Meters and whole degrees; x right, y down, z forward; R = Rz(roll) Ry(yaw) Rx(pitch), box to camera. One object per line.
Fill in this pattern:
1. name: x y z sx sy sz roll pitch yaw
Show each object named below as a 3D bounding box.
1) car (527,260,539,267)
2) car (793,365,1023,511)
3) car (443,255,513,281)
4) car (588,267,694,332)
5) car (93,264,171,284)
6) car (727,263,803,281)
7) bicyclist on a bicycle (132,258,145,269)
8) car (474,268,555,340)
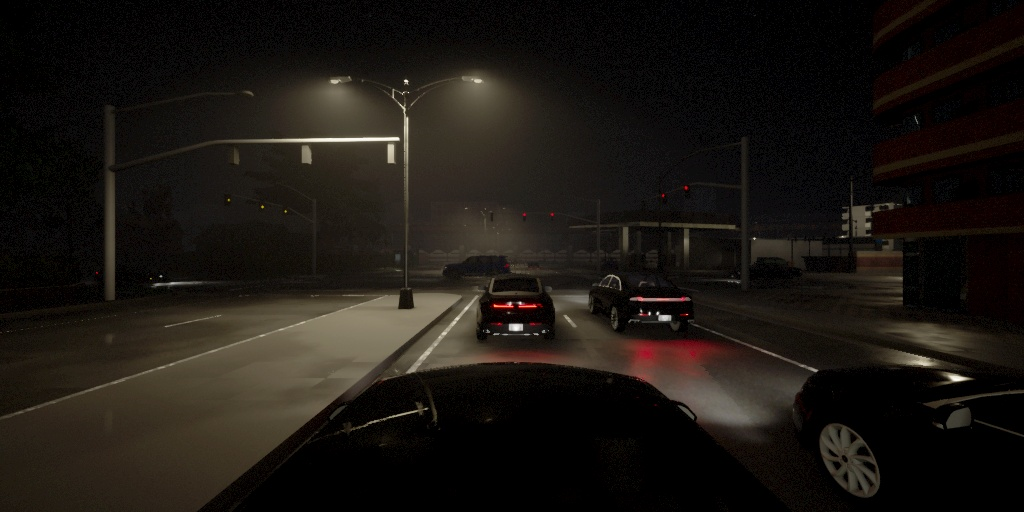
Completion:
1. car: 3.728 1.350 63.393 1.895 1.301 4.718 0 0 0
2. car: 3.600 1.255 1.425 1.837 1.490 4.892 0 0 0
3. car: -2.904 0.971 29.832 5.566 2.045 2.150 0 0 1
4. car: 3.605 1.241 10.833 2.128 1.511 4.902 0 0 0
5. car: -27.753 1.314 26.298 4.181 1.385 1.994 0 0 0
6. car: 21.024 1.297 29.885 5.357 1.411 2.033 0 0 -1
7. bicyclist on a bicycle: -38.217 1.053 36.720 0.582 1.620 1.656 0 0 0
8. car: 0.098 1.255 9.979 1.837 1.490 4.892 0 0 0
